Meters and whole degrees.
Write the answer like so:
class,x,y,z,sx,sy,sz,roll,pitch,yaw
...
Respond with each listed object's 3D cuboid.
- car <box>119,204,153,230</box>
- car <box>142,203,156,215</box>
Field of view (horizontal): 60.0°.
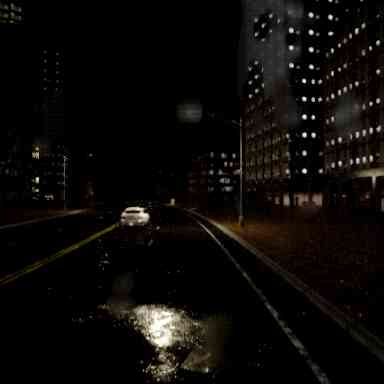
class,x,y,z,sx,sy,sz,roll,pitch,yaw
car,-3.935,1.784,23.125,1.812,1.442,4.674,0,0,-4
car,-5.396,1.988,40.105,2.033,1.411,5.357,0,-1,-6
